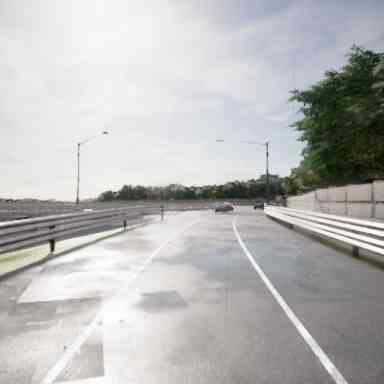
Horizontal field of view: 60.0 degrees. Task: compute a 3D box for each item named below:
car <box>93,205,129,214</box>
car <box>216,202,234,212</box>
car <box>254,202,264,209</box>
[{"bbox_3d":[-9.473,2.199,38.925,1.994,1.385,4.181,-1,-2,44],"label":"car"},{"bbox_3d":[5.856,2.838,58.878,1.994,1.385,4.181,-1,-2,31],"label":"car"},{"bbox_3d":[17.061,3.420,84.436,2.097,1.767,4.553,0,-2,15],"label":"car"}]
